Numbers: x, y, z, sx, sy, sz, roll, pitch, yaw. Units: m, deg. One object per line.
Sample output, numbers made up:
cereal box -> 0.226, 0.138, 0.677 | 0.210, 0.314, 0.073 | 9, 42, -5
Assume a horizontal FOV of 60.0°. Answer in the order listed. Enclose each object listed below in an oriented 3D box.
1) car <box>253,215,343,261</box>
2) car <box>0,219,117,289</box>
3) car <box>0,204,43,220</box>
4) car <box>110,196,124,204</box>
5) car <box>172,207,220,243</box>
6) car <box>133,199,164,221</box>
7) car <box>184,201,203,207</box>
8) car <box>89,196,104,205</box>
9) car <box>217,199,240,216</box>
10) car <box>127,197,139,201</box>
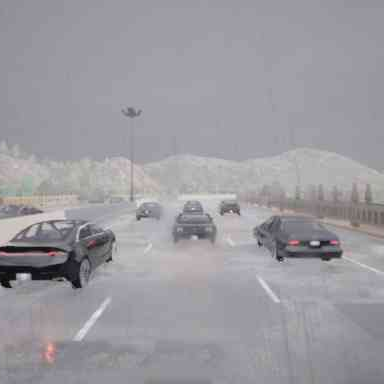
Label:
car -> 3.606, 1.550, 12.275 | 2.033, 1.411, 5.357 | 0, 0, 0
car -> -3.397, 1.494, 9.139 | 2.128, 1.511, 4.902 | 0, 0, 0
car -> -10.592, 1.498, 19.794 | 2.128, 1.511, 4.902 | 0, 0, 0
car -> -13.998, 1.514, 62.286 | 2.128, 1.511, 4.902 | 0, 0, 1
car -> 0.105, 1.605, 16.091 | 1.895, 1.301, 4.718 | 0, 0, 0
car -> -3.389, 1.555, 27.485 | 2.033, 1.411, 5.357 | 0, 0, 0
car -> 0.113, 1.573, 33.587 | 1.994, 1.385, 4.181 | 0, 0, 0
car -> -17.506, 1.522, 61.128 | 1.837, 1.490, 4.892 | 0, 0, 0
car -> 3.612, 1.513, 32.957 | 1.837, 1.490, 4.892 | 0, 0, 0
car -> -10.518, 1.617, 60.390 | 1.895, 1.301, 4.718 | 0, 0, 1
